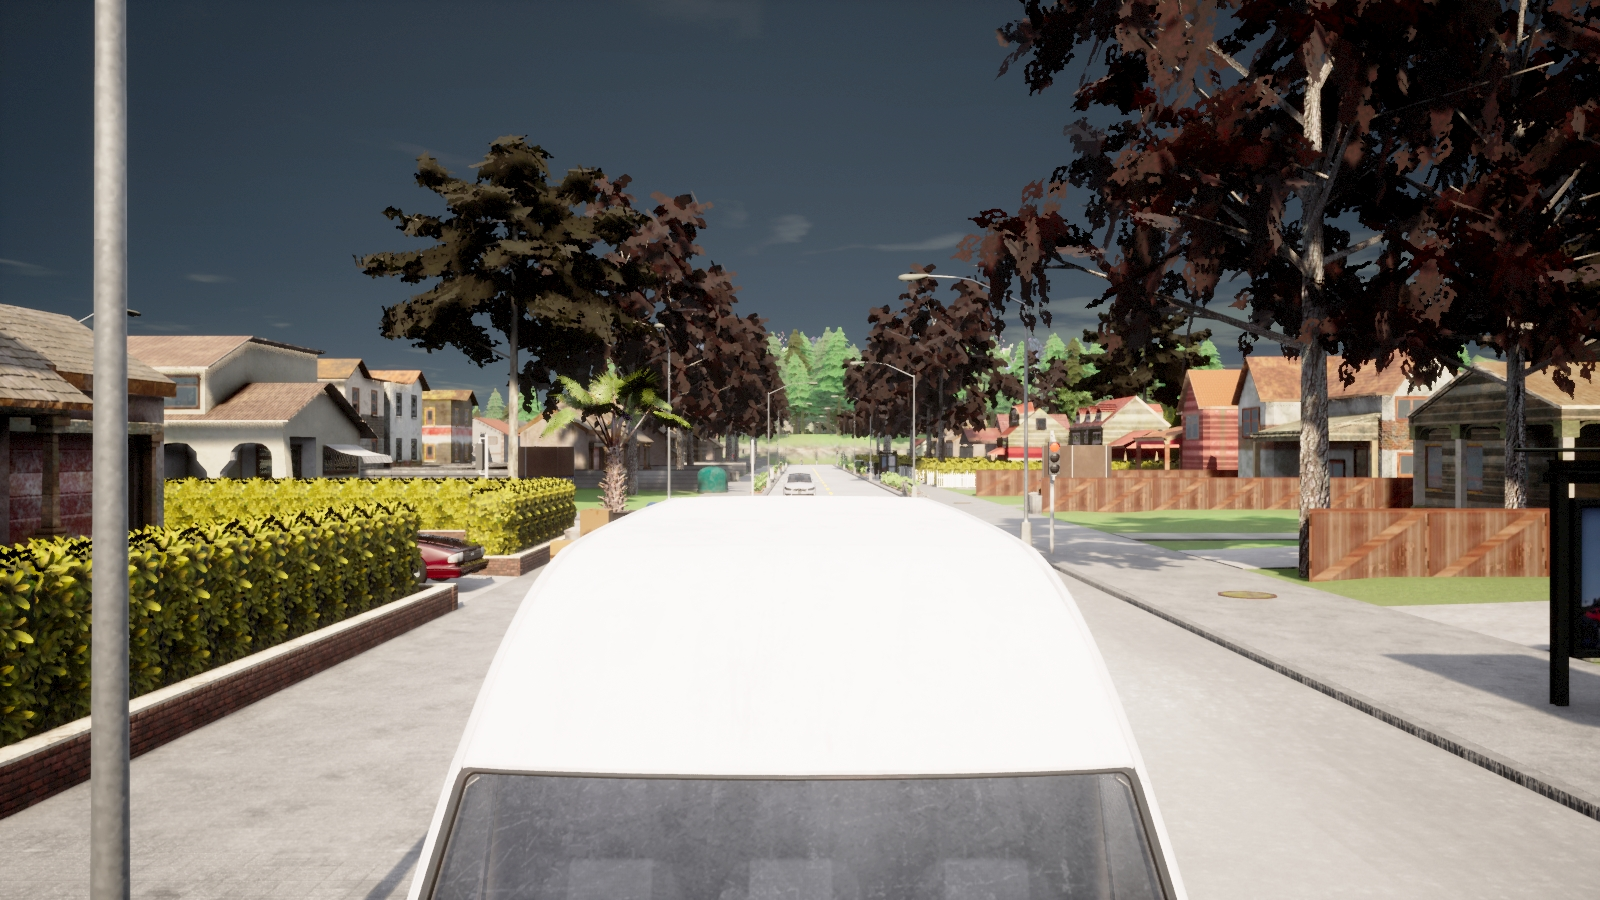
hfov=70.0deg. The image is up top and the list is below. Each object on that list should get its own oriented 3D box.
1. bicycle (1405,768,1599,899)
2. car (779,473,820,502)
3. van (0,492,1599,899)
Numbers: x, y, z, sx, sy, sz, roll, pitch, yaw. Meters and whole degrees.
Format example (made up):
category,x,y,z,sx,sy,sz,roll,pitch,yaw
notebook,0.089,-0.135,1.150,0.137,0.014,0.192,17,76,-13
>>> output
category,x,y,z,sx,sy,sz,roll,pitch,yaw
bicycle,2.687,2.062,3.843,0.329,1.471,1.835,0,0,0
car,-0.024,2.087,64.392,2.231,1.480,4.892,0,0,0
van,0.002,1.537,4.030,1.988,2.561,5.915,0,0,0
